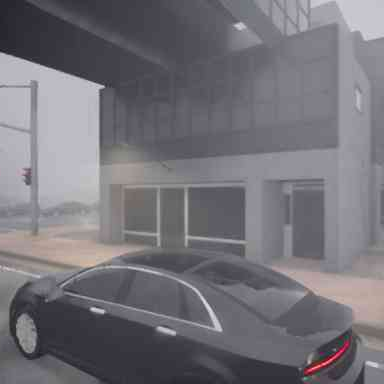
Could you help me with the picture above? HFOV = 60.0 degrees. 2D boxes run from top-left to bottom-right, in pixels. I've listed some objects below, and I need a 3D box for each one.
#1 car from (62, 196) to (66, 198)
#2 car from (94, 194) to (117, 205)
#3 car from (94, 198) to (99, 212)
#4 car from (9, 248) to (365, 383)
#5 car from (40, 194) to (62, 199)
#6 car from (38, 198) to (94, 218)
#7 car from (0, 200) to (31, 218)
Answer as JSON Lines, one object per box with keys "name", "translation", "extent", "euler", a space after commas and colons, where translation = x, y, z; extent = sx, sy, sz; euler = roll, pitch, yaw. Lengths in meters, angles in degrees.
{"name": "car", "translation": [-27.746, 1.649, 70.946], "extent": [3.905, 1.438, 1.784], "euler": [0, 0, 35]}
{"name": "car", "translation": [-15.170, 1.363, 58.504], "extent": [3.866, 1.878, 1.905], "euler": [0, 0, 35]}
{"name": "car", "translation": [-11.397, 1.668, 38.931], "extent": [1.812, 1.442, 4.674], "euler": [0, 0, 37]}
{"name": "car", "translation": [-0.501, 1.520, 4.350], "extent": [4.892, 1.490, 1.837], "euler": [0, 0, 36]}
{"name": "car", "translation": [-29.474, 1.439, 68.621], "extent": [4.605, 1.855, 1.932], "euler": [0, 0, 35]}
{"name": "car", "translation": [-12.232, 1.632, 31.951], "extent": [1.837, 1.490, 4.892], "euler": [0, 0, 36]}
{"name": "car", "translation": [-16.609, 1.707, 31.898], "extent": [1.994, 1.385, 4.181], "euler": [0, 0, 36]}
